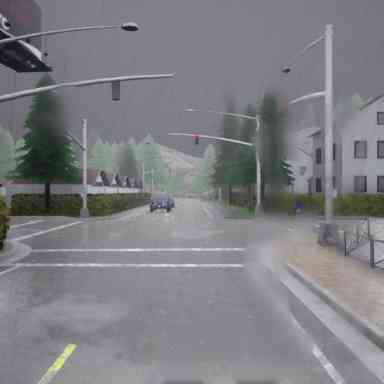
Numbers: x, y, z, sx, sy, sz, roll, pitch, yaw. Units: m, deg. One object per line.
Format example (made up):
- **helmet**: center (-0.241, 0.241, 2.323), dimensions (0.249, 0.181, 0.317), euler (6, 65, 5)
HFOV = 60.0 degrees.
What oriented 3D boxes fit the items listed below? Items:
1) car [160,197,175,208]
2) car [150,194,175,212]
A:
- **car**: center (-3.553, 1.526, 48.860), dimensions (1.812, 1.442, 4.674), euler (0, 0, 0)
- **car**: center (-3.579, 1.221, 38.998), dimensions (2.150, 2.045, 5.566), euler (0, 0, 0)
